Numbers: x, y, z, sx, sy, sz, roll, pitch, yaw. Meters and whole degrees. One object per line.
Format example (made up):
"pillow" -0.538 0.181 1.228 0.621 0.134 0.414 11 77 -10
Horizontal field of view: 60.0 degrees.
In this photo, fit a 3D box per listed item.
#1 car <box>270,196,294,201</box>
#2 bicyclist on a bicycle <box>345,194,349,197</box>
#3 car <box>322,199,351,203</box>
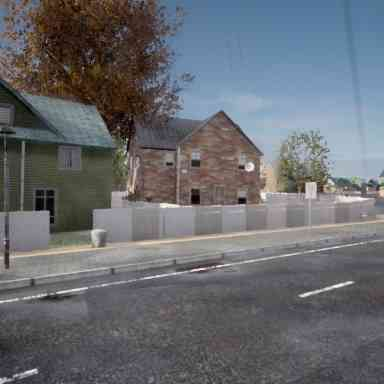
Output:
"car" 12.560 0.992 47.269 1.882 1.535 5.008 1 1 -19
"bicyclist on a bicycle" 20.170 1.036 43.373 1.656 1.620 0.582 1 0 -20
"car" 16.256 1.190 36.867 1.837 1.490 4.892 1 1 -20
